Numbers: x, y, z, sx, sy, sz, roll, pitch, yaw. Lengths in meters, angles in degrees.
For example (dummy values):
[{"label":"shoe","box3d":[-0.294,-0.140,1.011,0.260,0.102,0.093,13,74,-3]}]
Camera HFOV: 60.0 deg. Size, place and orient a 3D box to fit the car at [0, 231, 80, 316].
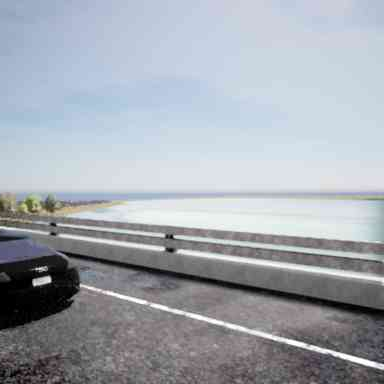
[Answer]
[{"label":"car","box3d":[-4.297,1.541,7.087,4.181,1.385,1.994,0,0,36]}]
